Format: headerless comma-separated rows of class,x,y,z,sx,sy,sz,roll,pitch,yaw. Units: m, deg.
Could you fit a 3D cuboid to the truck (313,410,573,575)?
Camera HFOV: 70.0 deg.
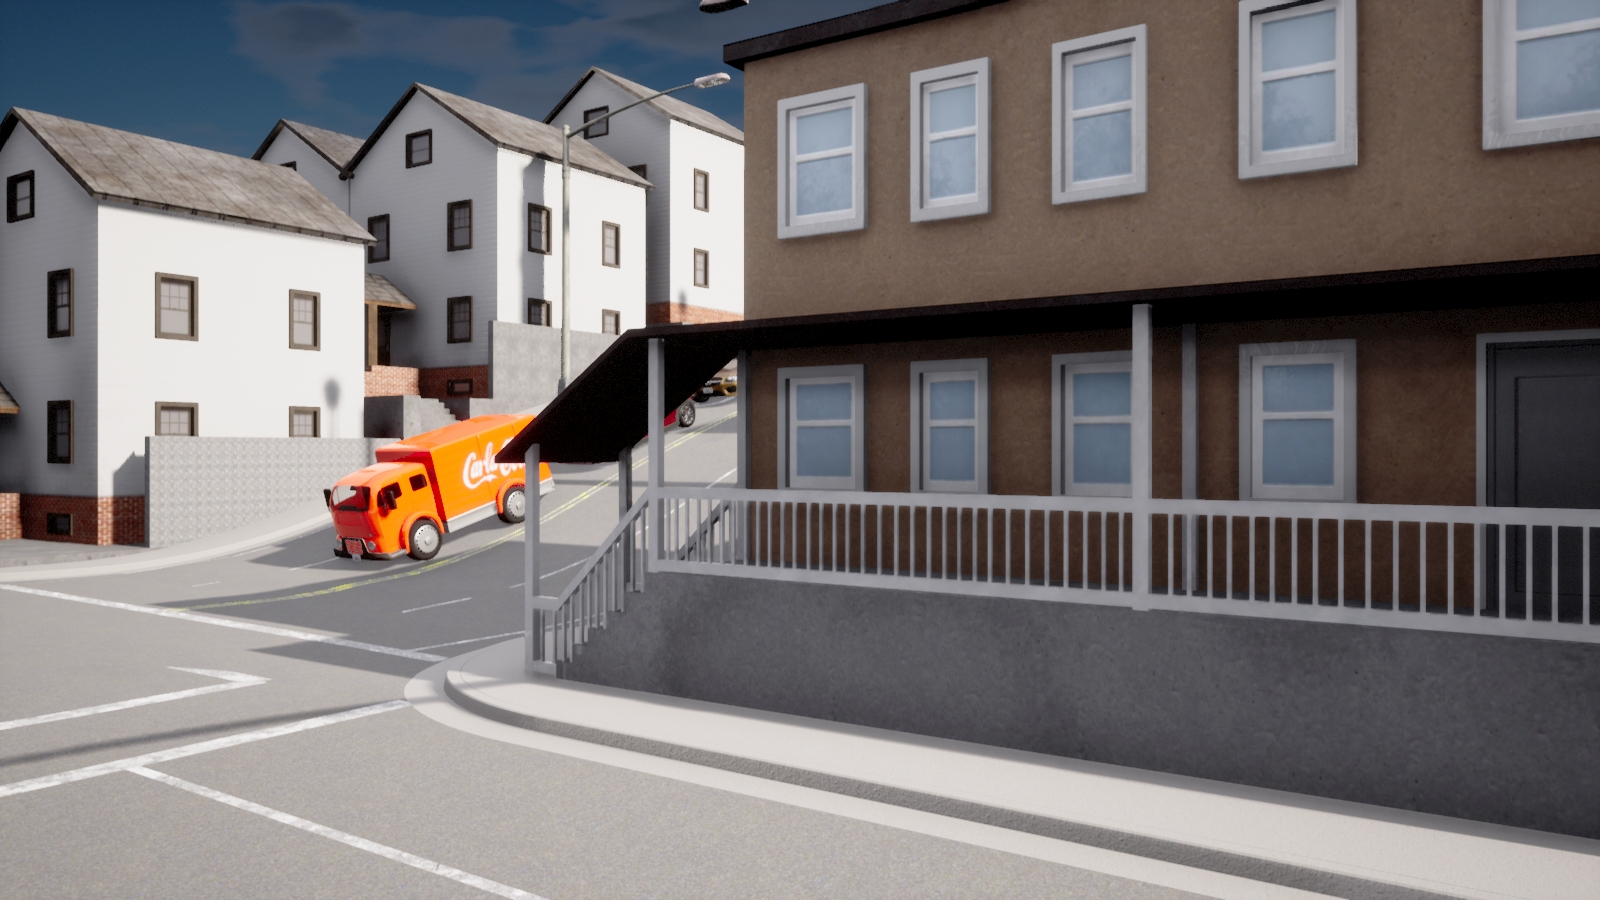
truck,-8.532,0.881,27.907,2.627,2.467,5.204,0,16,34

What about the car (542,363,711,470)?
car,-4.941,-1.040,33.205,2.097,1.767,4.553,0,19,34
